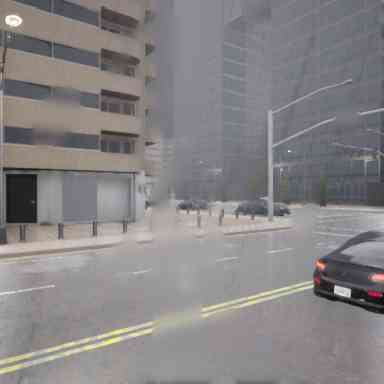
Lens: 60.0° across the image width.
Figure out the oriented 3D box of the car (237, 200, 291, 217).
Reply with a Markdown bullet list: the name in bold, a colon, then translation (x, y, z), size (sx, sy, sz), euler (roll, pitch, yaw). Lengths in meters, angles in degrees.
- **car**: translation (6.363, 1.492, 30.146), size (2.033, 1.411, 5.357), euler (0, 0, -33)

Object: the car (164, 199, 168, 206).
- **car**: translation (-5.679, 1.450, 53.351), size (1.837, 1.490, 4.892), euler (0, 0, -35)

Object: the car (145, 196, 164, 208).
- **car**: translation (-6.542, 1.422, 48.475), size (1.882, 1.535, 5.008), euler (0, 0, -35)

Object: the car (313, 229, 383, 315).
- **car**: translation (4.440, 1.526, 6.982), size (4.674, 1.442, 1.812), euler (0, 0, -35)

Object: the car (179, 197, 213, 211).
- **car**: translation (0.175, 1.509, 38.929), size (1.994, 1.385, 4.181), euler (0, 0, -35)

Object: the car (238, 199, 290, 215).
- **car**: translation (7.436, 1.492, 34.794), size (2.033, 1.411, 5.357), euler (0, 0, -36)

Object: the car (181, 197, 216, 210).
- **car**: translation (0.800, 1.437, 44.108), size (2.128, 1.511, 4.902), euler (0, 0, -35)
